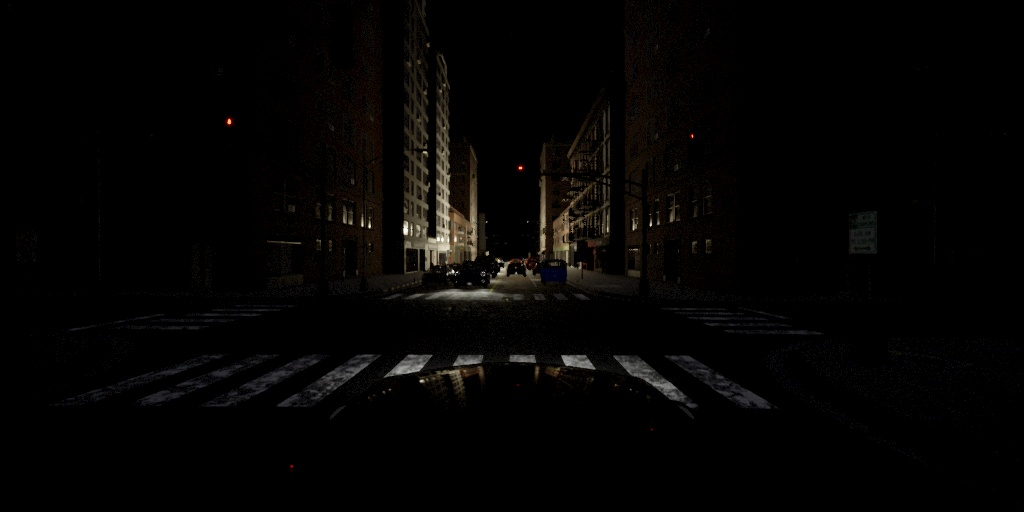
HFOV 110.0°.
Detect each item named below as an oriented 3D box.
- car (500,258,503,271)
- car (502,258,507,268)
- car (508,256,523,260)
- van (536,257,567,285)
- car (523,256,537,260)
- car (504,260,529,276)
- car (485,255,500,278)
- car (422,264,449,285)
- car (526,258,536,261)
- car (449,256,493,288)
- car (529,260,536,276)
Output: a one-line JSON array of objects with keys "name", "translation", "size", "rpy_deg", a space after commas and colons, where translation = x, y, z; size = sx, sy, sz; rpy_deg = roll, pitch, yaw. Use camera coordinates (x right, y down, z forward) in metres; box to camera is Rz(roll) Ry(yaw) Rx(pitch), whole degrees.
[{"name": "car", "translation": [-2.436, 1.309, 43.882], "size": [1.994, 1.385, 4.181], "rpy_deg": [0, 0, 0]}, {"name": "car", "translation": [-2.210, 1.336, 58.578], "size": [1.895, 1.301, 4.718], "rpy_deg": [0, 0, 1]}, {"name": "car", "translation": [0.644, 1.210, 61.735], "size": [1.882, 1.535, 5.008], "rpy_deg": [0, 0, 1]}, {"name": "van", "translation": [2.864, 1.089, 25.411], "size": [1.690, 1.789, 3.998], "rpy_deg": [0, 0, 1]}, {"name": "car", "translation": [3.142, 1.053, 53.816], "size": [2.192, 1.841, 5.009], "rpy_deg": [0, 0, 1]}, {"name": "car", "translation": [0.440, 1.348, 37.049], "size": [1.895, 1.301, 4.718], "rpy_deg": [0, 0, 1]}, {"name": "car", "translation": [-2.533, 0.969, 33.826], "size": [2.150, 2.045, 5.566], "rpy_deg": [0, 0, 1]}, {"name": "car", "translation": [-5.161, 1.299, 25.480], "size": [2.007, 1.370, 4.403], "rpy_deg": [0, 0, 1]}, {"name": "car", "translation": [3.086, 1.325, 48.135], "size": [1.802, 1.307, 4.207], "rpy_deg": [0, 0, 1]}, {"name": "car", "translation": [-2.587, 1.100, 23.899], "size": [2.097, 1.767, 4.553], "rpy_deg": [0, 0, 0]}, {"name": "car", "translation": [2.975, 1.329, 36.772], "size": [1.802, 1.307, 4.207], "rpy_deg": [0, 0, 1]}]
